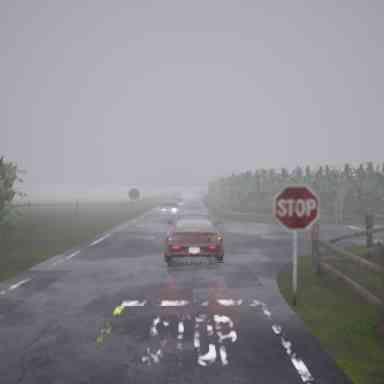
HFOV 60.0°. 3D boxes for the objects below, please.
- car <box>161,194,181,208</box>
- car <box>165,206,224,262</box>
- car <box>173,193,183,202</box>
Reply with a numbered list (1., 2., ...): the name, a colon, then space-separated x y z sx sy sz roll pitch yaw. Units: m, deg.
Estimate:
1. car: -2.816 1.280 42.181 1.994 1.385 4.181 0 0 0
2. car: 0.082 1.450 11.671 1.812 1.442 4.674 0 1 0
3. car: -2.758 0.944 59.278 2.097 1.767 4.553 0 0 0
